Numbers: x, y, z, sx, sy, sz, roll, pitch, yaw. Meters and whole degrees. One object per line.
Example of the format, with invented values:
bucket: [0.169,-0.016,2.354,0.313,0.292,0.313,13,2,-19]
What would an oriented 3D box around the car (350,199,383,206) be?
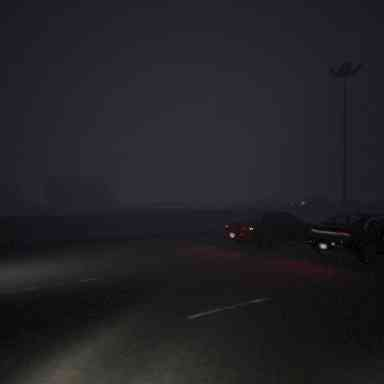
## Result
car: [19.154,1.510,33.730,5.357,1.411,2.033,0,0,-22]

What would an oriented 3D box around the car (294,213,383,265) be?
car: [6.198,1.478,11.633,4.902,1.511,2.128,0,0,-30]

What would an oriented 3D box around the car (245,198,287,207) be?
car: [9.152,1.485,40.882,5.357,1.411,2.033,0,0,-24]

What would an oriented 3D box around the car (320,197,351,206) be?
car: [16.827,1.480,36.536,4.674,1.442,1.812,0,0,-21]

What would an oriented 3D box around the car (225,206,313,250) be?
car: [3.550,1.504,14.145,4.674,1.442,1.812,0,0,-31]

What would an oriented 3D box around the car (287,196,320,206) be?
car: [13.947,1.299,39.099,4.553,1.767,2.097,0,0,-23]
